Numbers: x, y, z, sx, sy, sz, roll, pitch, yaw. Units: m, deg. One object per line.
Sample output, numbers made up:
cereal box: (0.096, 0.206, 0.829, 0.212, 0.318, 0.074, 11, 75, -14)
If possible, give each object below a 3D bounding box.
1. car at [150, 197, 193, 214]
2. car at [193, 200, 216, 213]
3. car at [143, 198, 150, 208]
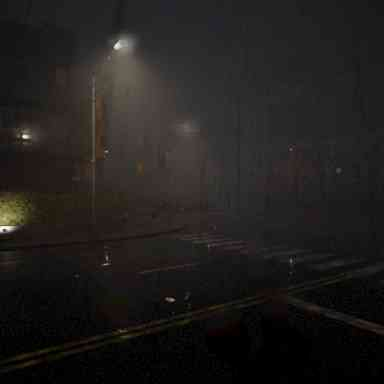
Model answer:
car: (-2.275, 1.518, 35.072, 1.812, 1.442, 4.674, 0, 0, -35)
car: (0.810, 1.554, 36.768, 1.994, 1.385, 4.181, 0, 0, -35)
car: (-4.992, 1.482, 45.195, 2.128, 1.511, 4.902, 0, 0, -34)
